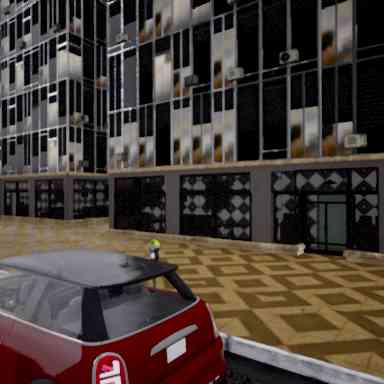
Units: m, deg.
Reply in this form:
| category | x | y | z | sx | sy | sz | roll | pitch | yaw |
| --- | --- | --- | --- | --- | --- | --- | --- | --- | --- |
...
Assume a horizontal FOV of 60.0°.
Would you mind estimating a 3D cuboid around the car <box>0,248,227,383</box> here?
| category | x | y | z | sx | sy | sz | roll | pitch | yaw |
| --- | --- | --- | --- | --- | --- | --- | --- | --- | --- |
| car | -1.719 | 1.435 | 4.097 | 4.097 | 1.590 | 1.967 | 0 | 0 | 35 |
